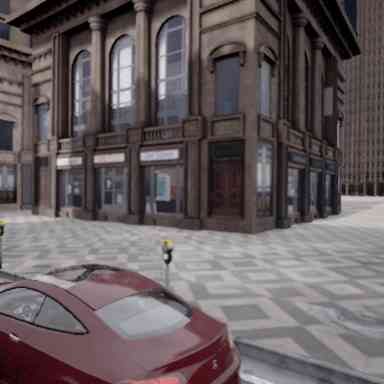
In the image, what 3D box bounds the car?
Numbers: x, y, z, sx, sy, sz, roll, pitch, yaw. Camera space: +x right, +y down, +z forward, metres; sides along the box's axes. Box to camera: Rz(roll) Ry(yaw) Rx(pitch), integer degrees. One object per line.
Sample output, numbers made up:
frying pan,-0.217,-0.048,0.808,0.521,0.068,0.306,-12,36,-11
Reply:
car,-1.465,1.556,4.001,4.206,1.307,1.802,1,1,35
